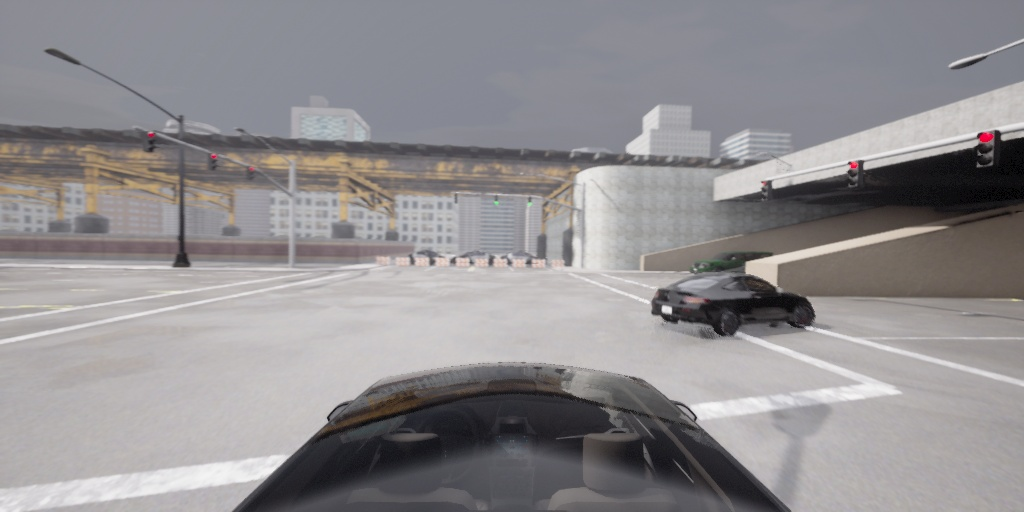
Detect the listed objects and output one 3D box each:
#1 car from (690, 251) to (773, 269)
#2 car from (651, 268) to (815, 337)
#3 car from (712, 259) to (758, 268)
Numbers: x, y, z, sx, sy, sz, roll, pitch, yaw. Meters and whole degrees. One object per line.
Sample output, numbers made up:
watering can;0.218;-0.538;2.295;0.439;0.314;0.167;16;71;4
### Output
car;15.417;0.662;24.964;5.566;2.045;2.150;1;1;-4
car;5.958;1.178;9.724;4.674;1.442;1.812;1;1;-22
car;14.735;1.084;21.416;4.181;1.385;1.994;1;2;-4
